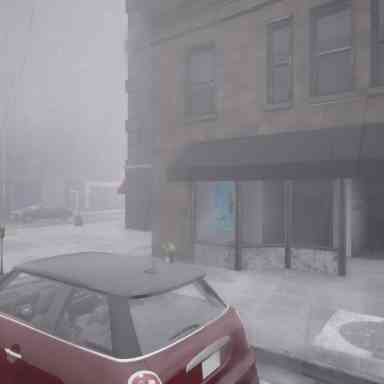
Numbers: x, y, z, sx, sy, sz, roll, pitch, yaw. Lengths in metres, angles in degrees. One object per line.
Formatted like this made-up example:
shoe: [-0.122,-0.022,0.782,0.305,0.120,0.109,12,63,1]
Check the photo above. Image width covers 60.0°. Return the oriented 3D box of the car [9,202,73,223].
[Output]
car: [-11.376,1.515,25.386,1.812,1.442,4.674,0,0,37]

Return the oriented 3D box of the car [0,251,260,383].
car: [-1.418,1.440,3.864,4.097,1.590,1.967,0,0,36]
